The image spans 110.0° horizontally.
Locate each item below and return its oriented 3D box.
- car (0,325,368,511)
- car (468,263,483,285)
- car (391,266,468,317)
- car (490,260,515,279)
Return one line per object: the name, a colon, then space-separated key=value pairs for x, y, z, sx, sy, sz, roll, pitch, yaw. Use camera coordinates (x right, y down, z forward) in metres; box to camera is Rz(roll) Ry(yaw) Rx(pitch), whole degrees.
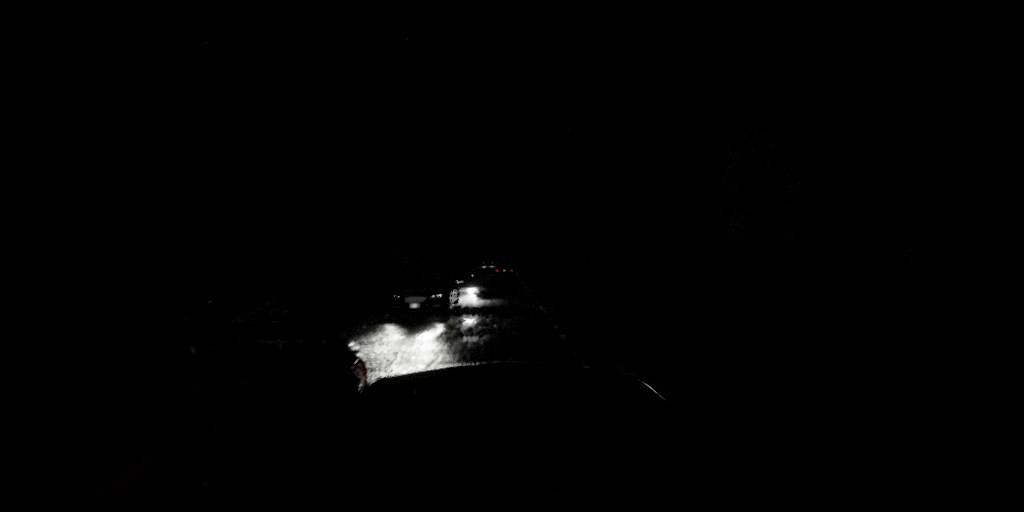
car: x=-2.854 y=1.357 z=3.045 sx=1.994 sy=1.385 sz=4.181 roll=-1 pitch=0 yaw=-1
car: x=-3.403 y=1.401 z=26.154 sx=1.895 sy=1.301 sz=4.718 roll=-1 pitch=0 yaw=-1
car: x=-3.102 y=1.286 z=13.634 sx=2.128 sy=1.511 sz=4.902 roll=-1 pitch=0 yaw=-1
car: x=-0.703 y=1.311 z=33.495 sx=2.033 sy=1.411 sz=5.357 roll=-1 pitch=0 yaw=-1
